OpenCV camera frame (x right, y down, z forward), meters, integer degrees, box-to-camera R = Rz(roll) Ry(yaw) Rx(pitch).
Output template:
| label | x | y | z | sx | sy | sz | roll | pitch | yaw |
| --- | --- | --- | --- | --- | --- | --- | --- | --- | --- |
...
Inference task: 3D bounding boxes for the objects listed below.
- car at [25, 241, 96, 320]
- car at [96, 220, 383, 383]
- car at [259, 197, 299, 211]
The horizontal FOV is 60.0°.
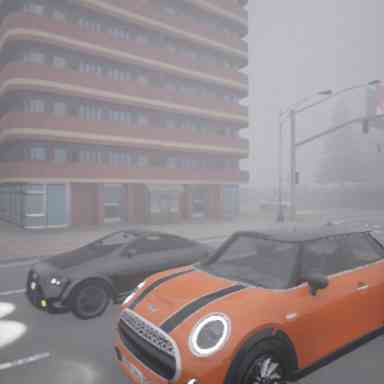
| label | x | y | z | sx | sy | sz | roll | pitch | yaw |
| --- | --- | --- | --- | --- | --- | --- | --- | --- | --- |
| car | -1.323 | 1.543 | 7.341 | 4.181 | 1.385 | 1.994 | 0 | 0 | -36 |
| car | 1.228 | 1.327 | 4.865 | 4.553 | 1.767 | 2.097 | 0 | 0 | -36 |
| car | 9.501 | 1.321 | 36.701 | 1.812 | 1.442 | 4.674 | -1 | 0 | -36 |
